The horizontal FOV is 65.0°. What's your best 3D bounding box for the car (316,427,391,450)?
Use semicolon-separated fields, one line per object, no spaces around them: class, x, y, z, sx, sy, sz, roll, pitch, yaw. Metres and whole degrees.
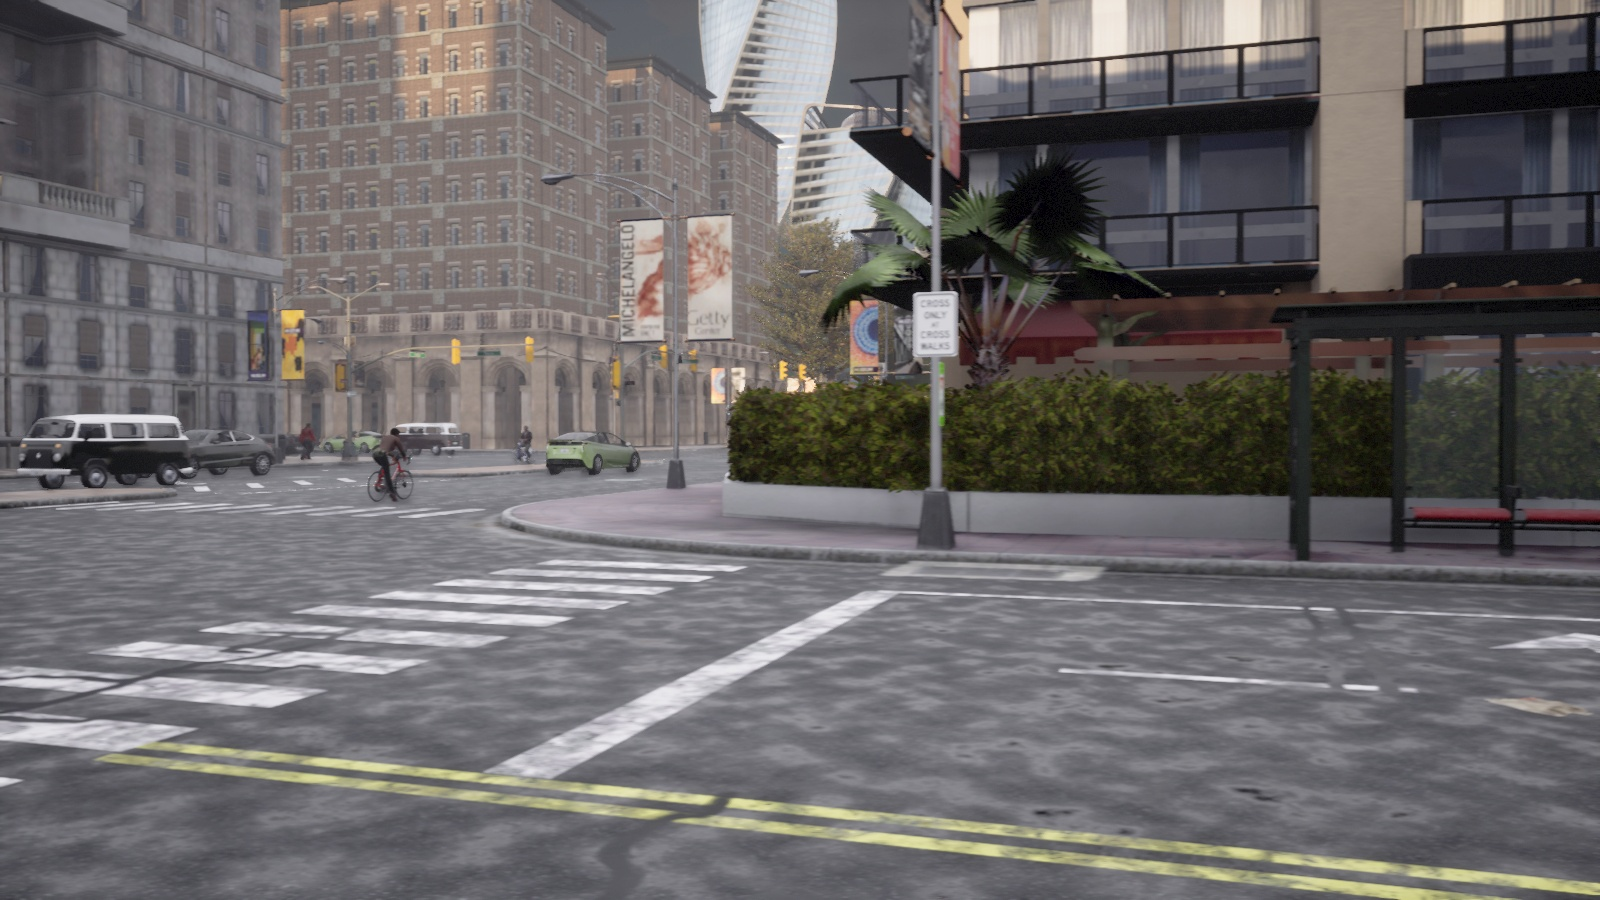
car;-30.396;-0.799;85.461;4.514;1.525;2.007;1;1;18

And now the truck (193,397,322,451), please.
truck;-36.114;-1.723;83.625;7.936;3.462;2.891;0;1;18

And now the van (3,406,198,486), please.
van;-19.142;-0.120;34.622;2.069;2.038;4.480;1;1;18

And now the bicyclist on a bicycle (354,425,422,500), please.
bicyclist on a bicycle;-9.200;0.266;28.089;0.582;1.620;1.656;1;1;18

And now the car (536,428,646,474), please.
car;-7.385;-0.008;44.889;2.007;1.525;4.514;1;1;18

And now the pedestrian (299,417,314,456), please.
pedestrian;-23.384;-0.623;59.460;0.331;1.846;0.636;1;1;17

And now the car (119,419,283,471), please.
car;-20.216;-0.207;42.649;2.152;1.651;5.027;1;1;18

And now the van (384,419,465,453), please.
van;-23.819;-0.888;79.675;4.480;2.038;2.069;1;1;18
